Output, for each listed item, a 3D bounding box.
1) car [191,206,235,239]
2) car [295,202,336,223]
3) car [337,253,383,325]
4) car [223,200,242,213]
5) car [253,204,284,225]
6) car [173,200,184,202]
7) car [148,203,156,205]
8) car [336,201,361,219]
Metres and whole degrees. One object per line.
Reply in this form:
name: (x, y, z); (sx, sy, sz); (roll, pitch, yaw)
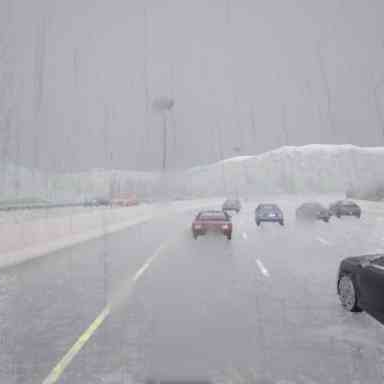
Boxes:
car: (1.126, 1.604, 17.256); (1.895, 1.301, 4.718); (0, 0, 6)
car: (9.381, 1.569, 26.173); (2.033, 1.411, 5.357); (0, 0, 10)
car: (3.770, 1.500, 4.748); (2.128, 1.511, 4.902); (0, 0, 2)
car: (4.581, 1.559, 37.956); (2.033, 1.411, 5.357); (0, 0, 13)
car: (5.510, 1.560, 24.126); (2.033, 1.411, 5.357); (0, 0, 9)
car: (-2.718, 1.500, 51.960); (1.837, 1.490, 4.892); (0, 0, 17)
car: (-5.648, 1.589, 54.420); (1.895, 1.301, 4.718); (0, 0, 17)
car: (13.660, 1.523, 29.980); (2.128, 1.511, 4.902); (0, 0, 11)
